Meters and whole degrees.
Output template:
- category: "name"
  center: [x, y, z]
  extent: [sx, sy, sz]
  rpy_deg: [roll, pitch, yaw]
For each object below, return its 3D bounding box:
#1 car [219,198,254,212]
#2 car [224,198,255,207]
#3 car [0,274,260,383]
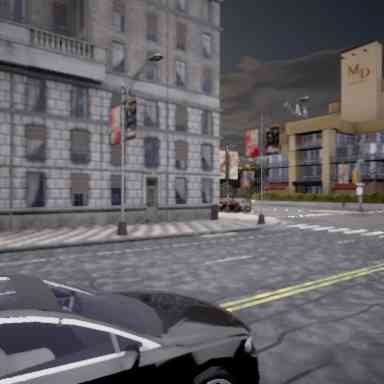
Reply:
- category: "car"
  center: [5.319, 1.474, 41.056]
  extent: [2.097, 1.767, 4.553]
  rpy_deg: [0, 0, -36]
- category: "car"
  center: [8.097, 1.720, 57.066]
  extent: [2.033, 1.411, 5.357]
  rpy_deg: [0, 0, -36]
- category: "car"
  center: [-1.557, 1.494, 2.709]
  extent: [4.902, 1.511, 2.128]
  rpy_deg: [0, 0, -35]
